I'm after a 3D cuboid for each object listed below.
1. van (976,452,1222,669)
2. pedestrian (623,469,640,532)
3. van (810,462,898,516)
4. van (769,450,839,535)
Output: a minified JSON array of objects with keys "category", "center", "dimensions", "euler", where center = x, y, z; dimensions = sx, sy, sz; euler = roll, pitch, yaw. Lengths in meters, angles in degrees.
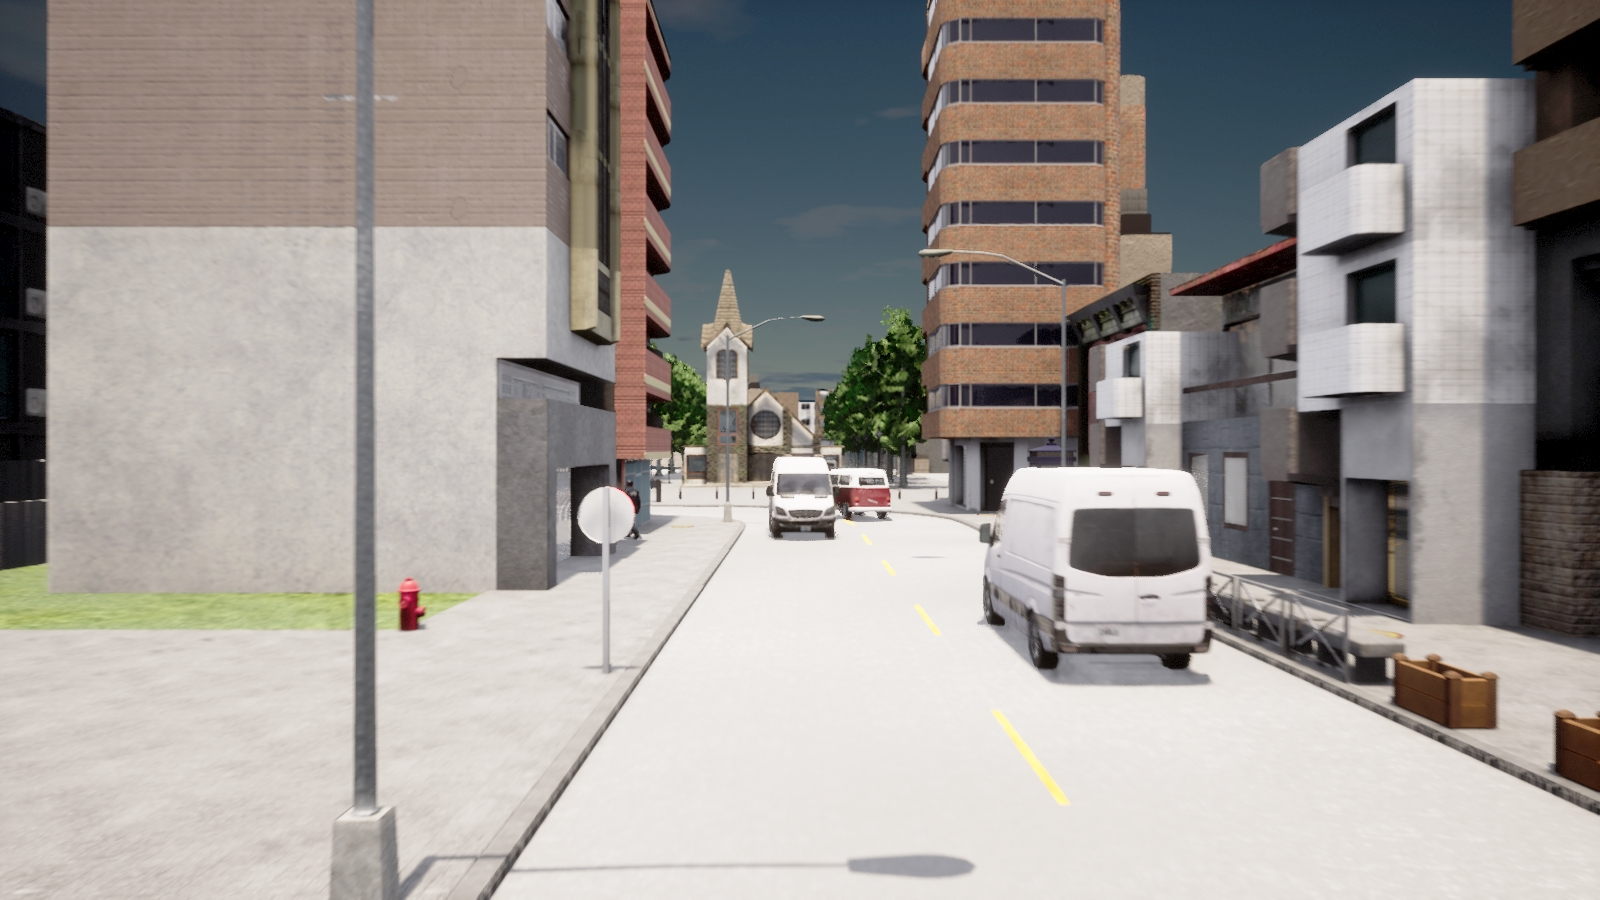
[{"category":"van","center":[3.986,1.308,16.457],"dimensions":[1.988,2.561,5.915],"euler":[0,0,0]},{"category":"pedestrian","center":[-5.035,1.510,34.205],"dimensions":[0.375,1.860,0.375],"euler":[0,0,-37]},{"category":"van","center":[2.139,1.547,46.898],"dimensions":[2.069,2.038,4.480],"euler":[1,0,-19]},{"category":"van","center":[0.032,1.300,37.752],"dimensions":[1.988,2.561,5.915],"euler":[0,0,-3]}]
